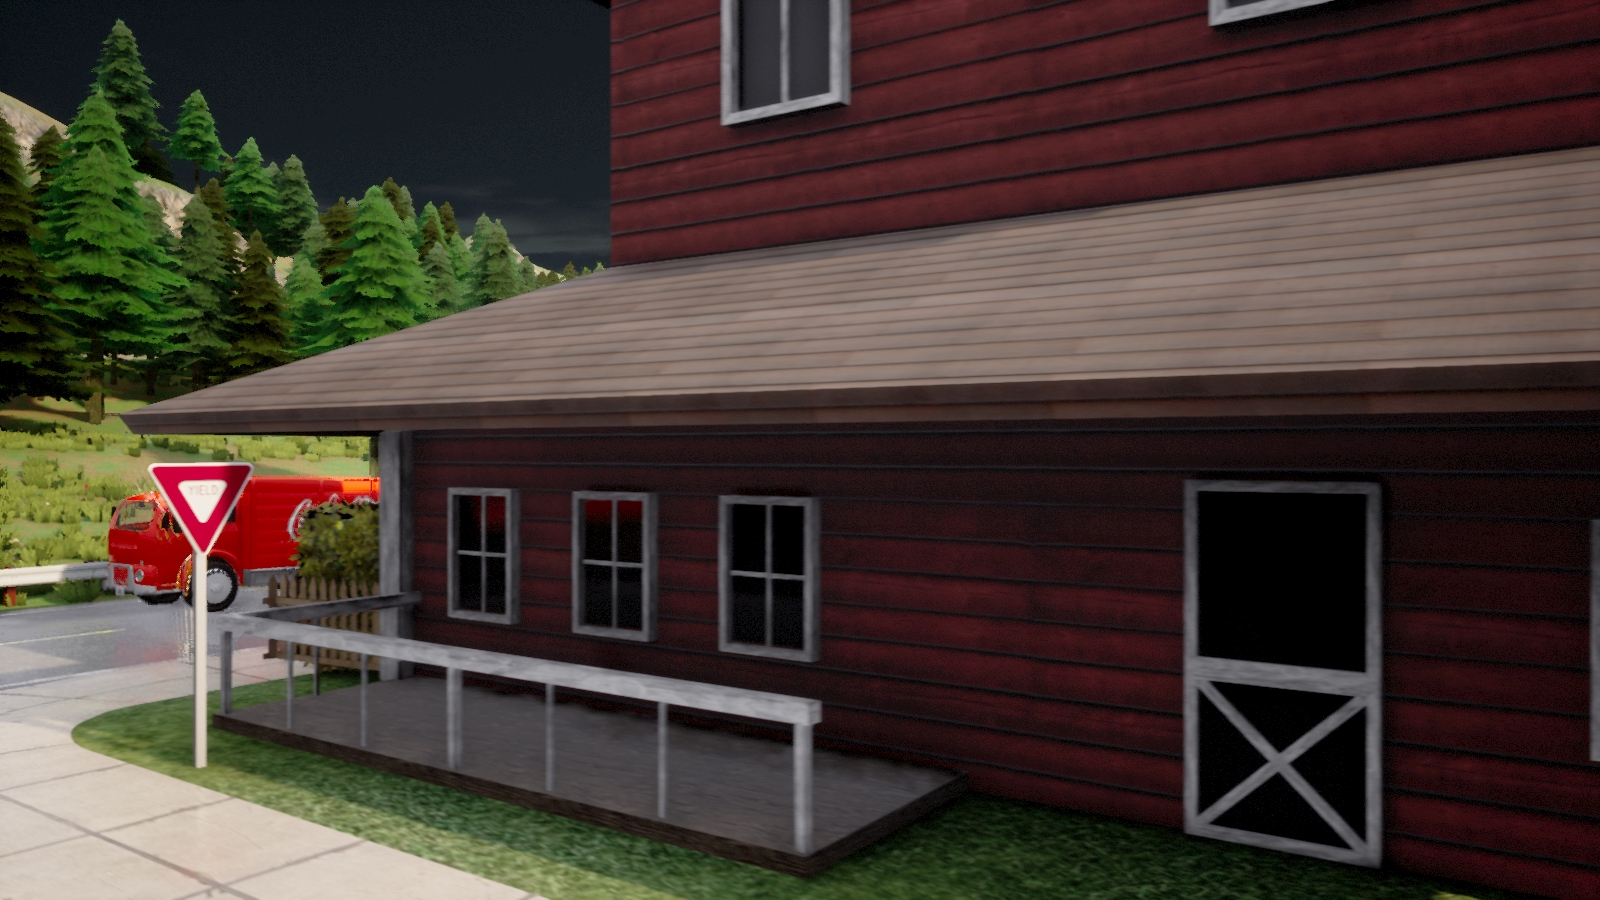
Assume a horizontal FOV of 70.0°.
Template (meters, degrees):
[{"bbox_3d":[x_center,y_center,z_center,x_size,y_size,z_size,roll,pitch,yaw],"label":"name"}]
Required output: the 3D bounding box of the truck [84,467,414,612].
[{"bbox_3d":[-10.664,1.593,22.521,2.627,2.467,5.204,0,-1,35],"label":"truck"}]
